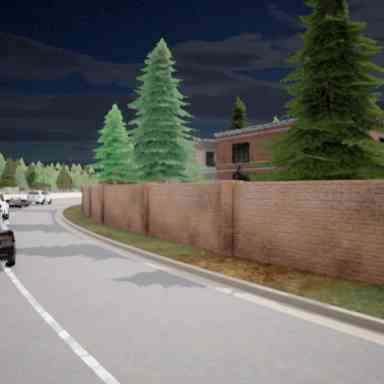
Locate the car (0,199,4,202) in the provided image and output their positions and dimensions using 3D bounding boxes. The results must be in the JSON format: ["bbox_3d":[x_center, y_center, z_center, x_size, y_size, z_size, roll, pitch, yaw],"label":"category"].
[{"bbox_3d":[-11.328,1.357,17.798,1.837,1.490,4.892,0,0,-29],"label":"car"}]

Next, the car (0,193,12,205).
[{"bbox_3d":[-13.709,1.040,22.463,2.150,2.045,5.566,0,0,-25],"label":"car"}]

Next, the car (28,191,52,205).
[{"bbox_3d":[-22.774,0.872,49.738,2.150,2.045,5.566,0,0,-6],"label":"car"}]

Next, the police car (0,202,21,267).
[{"bbox_3d":[-6.840,1.337,10.497,1.930,1.638,5.238,0,0,-34],"label":"police car"}]

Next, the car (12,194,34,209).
[{"bbox_3d":[-20.908,1.264,39.846,1.994,1.385,4.181,0,0,-12],"label":"car"}]
